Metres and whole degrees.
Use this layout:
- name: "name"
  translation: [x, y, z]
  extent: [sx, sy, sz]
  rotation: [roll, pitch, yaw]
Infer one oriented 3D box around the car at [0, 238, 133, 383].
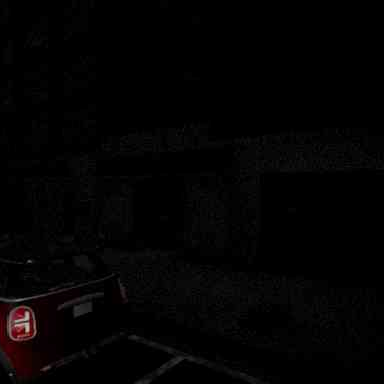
- name: "car"
  translation: [-2.893, 1.438, 5.140]
  extent: [4.097, 1.590, 1.967]
  rotation: [0, 0, 36]
